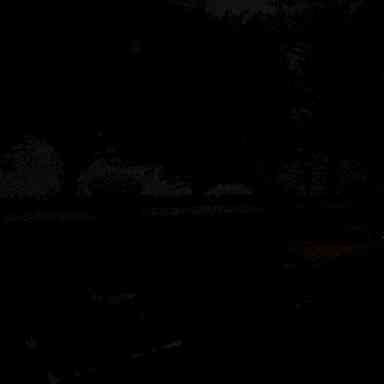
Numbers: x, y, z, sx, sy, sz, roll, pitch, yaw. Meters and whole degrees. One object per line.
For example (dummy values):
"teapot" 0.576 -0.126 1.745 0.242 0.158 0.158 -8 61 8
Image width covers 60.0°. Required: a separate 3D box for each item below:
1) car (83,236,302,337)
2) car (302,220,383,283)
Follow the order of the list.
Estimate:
"car" 0.043 1.581 6.587 4.206 1.307 1.802 0 0 -36
"car" 4.413 1.524 9.705 4.829 1.417 1.752 0 0 -36
